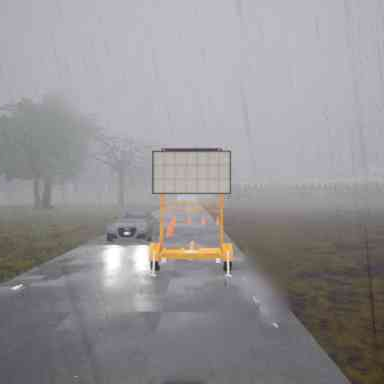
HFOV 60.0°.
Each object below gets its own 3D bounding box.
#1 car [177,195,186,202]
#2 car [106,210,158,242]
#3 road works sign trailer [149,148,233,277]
[{"bbox_3d":[-2.844,1.727,89.860,2.150,2.045,5.566,0,0,0],"label":"car"},{"bbox_3d":[-2.768,1.572,16.154,1.994,1.385,4.181,0,0,0],"label":"car"},{"bbox_3d":[-0.005,0.464,10.256,2.380,3.560,2.880,0,0,1],"label":"road works sign trailer"}]
